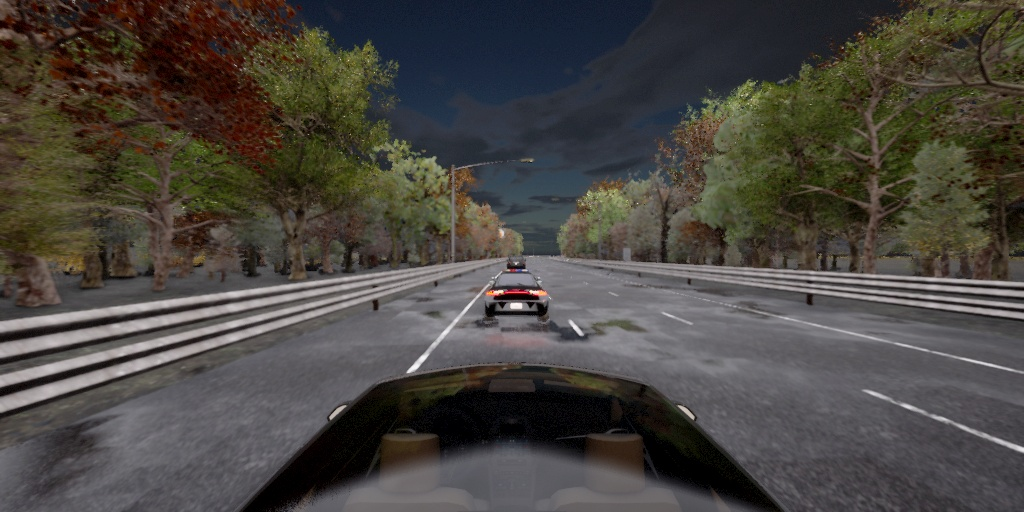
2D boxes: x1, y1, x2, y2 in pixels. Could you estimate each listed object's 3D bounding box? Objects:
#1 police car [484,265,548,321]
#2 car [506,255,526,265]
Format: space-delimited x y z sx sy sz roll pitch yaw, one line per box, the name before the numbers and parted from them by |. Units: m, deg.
police car | 0.139 1.251 12.668 2.038 1.542 4.974 0 0 0
car | 0.502 0.956 42.132 2.150 2.045 5.566 0 0 1
